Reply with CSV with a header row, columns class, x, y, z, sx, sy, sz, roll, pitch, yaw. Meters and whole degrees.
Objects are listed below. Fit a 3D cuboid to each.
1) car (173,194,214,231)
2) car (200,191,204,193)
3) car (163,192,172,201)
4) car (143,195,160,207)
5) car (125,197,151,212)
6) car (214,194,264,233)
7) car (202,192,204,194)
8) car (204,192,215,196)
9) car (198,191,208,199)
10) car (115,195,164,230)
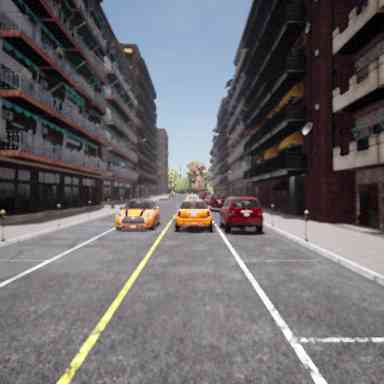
class,x,y,z,sx,sy,sz,roll,pitch,yaw
car,0.101,1.216,19.844,2.097,1.767,4.553,0,0,0
car,2.717,0.896,63.401,2.192,1.841,5.009,1,0,0
car,-5.665,1.071,68.834,1.752,1.417,4.829,1,0,0
car,-5.670,1.215,46.564,1.752,1.417,4.829,1,0,0
car,-5.673,1.312,35.598,2.008,1.369,4.403,1,0,0
car,2.707,1.187,18.858,2.192,1.841,5.009,1,0,0
car,2.711,1.128,46.698,1.967,1.590,4.097,1,0,0
car,2.711,1.076,35.561,2.192,1.841,5.009,1,0,0
car,2.721,0.789,80.104,2.192,1.841,5.009,1,0,0
car,-3.093,1.219,19.674,2.097,1.767,4.553,0,0,0
